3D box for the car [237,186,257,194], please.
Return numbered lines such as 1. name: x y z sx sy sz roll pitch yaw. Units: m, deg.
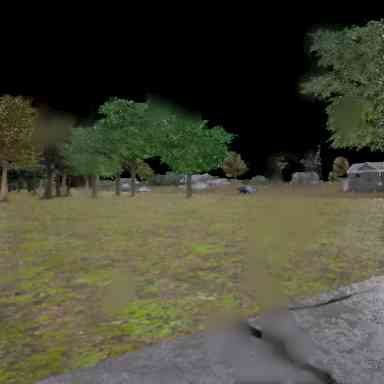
1. car: 12.090 -0.421 73.116 2.097 1.767 4.553 1 0 -36
